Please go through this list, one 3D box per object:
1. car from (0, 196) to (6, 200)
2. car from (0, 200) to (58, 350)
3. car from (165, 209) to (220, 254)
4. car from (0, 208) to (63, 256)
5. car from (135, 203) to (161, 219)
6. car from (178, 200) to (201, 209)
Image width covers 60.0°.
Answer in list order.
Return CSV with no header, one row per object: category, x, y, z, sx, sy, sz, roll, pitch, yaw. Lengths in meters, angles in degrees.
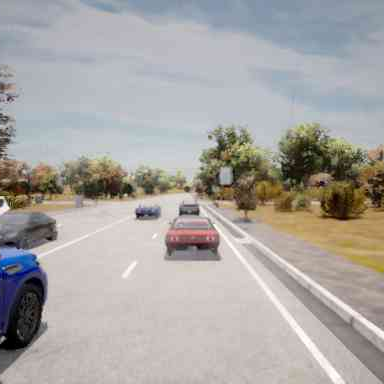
car,-10.728,1.220,15.615,2.150,2.045,5.566,0,0,-1
car,-3.428,1.224,3.086,2.150,2.045,5.566,0,0,0
car,-0.004,1.596,13.376,1.895,1.301,4.718,0,0,-1
car,-7.207,1.523,13.953,1.812,1.442,4.674,0,0,-1
car,-3.722,1.591,29.143,1.895,1.301,4.718,0,0,-1
car,-0.243,1.480,30.524,2.128,1.511,4.902,0,0,-1
